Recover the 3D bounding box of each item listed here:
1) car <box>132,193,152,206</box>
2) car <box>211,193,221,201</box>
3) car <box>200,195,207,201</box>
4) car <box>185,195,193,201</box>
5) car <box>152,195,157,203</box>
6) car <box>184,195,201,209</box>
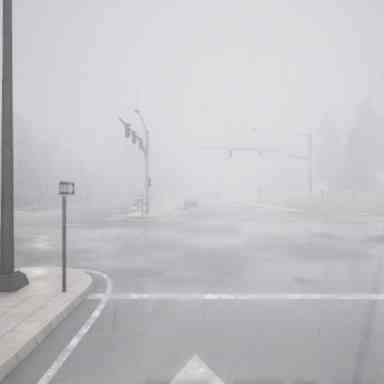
[{"bbox_3d":[-8.394,1.203,54.349,2.150,2.045,5.566,0,0,-1],"label":"car"},{"bbox_3d":[6.193,1.194,85.938,2.150,2.045,5.566,0,0,-1],"label":"car"},{"bbox_3d":[2.693,1.493,85.929,1.812,1.442,4.674,0,0,-1],"label":"car"},{"bbox_3d":[-0.806,1.468,85.865,1.837,1.490,4.892,0,0,-1],"label":"car"},{"bbox_3d":[-8.535,1.327,68.763,2.097,1.767,4.553,0,0,-1],"label":"car"},{"bbox_3d":[-0.153,1.509,44.822,1.812,1.442,4.674,0,0,-1],"label":"car"}]
